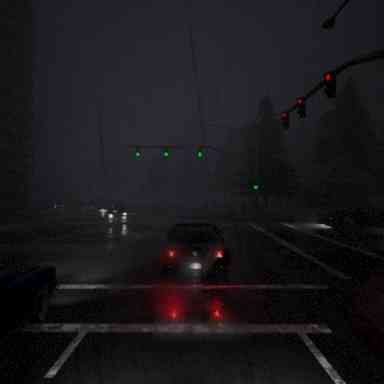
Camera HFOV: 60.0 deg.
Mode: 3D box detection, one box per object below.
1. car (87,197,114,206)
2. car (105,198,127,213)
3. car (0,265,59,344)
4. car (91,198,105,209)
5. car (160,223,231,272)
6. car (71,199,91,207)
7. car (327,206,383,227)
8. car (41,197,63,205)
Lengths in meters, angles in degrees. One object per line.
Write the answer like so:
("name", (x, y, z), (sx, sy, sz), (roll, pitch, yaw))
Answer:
("car", (-16.088, 1.697, 58.302), (5.357, 1.411, 2.033), (0, 0, 45))
("car", (-8.903, 1.626, 39.193), (1.812, 1.442, 4.674), (0, 0, -18))
("car", (-3.465, 1.613, 4.291), (1.895, 1.301, 4.718), (0, 0, -1))
("car", (-12.562, 1.600, 47.573), (1.882, 1.535, 5.008), (0, 0, -31))
("car", (0.096, 1.667, 10.988), (1.895, 1.301, 4.718), (0, 0, 0))
("car", (-18.214, 1.742, 55.110), (1.895, 1.301, 4.718), (0, 0, -44))
("car", (11.716, 1.679, 23.223), (4.181, 1.385, 1.994), (0, 0, 1))
("car", (-26.013, 1.684, 61.606), (4.674, 1.442, 1.812), (0, 0, 31))
